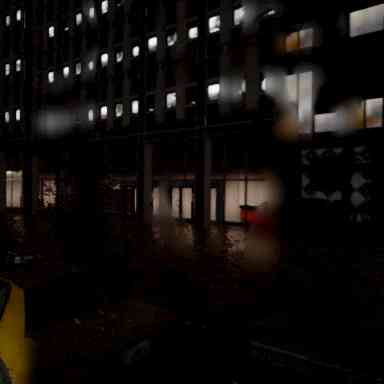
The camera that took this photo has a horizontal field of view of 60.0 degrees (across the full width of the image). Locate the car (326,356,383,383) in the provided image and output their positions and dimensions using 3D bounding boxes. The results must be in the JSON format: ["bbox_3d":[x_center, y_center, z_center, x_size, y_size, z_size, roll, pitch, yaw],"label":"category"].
[{"bbox_3d":[2.372,1.448,1.171,4.097,1.590,1.967,0,1,36],"label":"car"}]

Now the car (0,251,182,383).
[{"bbox_3d":[-2.393,1.499,4.572,4.829,1.417,1.752,0,1,36],"label":"car"}]
